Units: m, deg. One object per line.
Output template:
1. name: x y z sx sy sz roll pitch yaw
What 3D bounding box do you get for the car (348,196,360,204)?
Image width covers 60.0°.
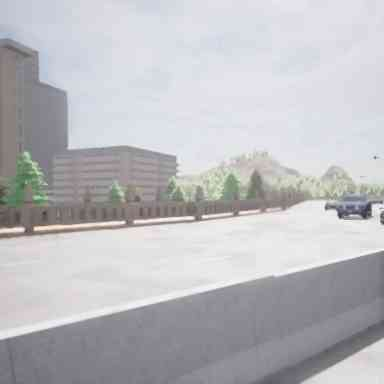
1. car: 32.258 1.507 66.412 1.837 1.490 4.892 -1 0 22

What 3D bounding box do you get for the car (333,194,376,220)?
1. car: 14.306 1.221 29.049 2.150 2.045 5.566 0 0 35

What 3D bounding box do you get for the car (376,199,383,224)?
1. car: 14.788 1.478 23.848 1.837 1.490 4.892 0 0 37

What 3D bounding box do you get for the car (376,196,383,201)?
1. car: 33.643 1.475 60.573 1.837 1.490 4.892 -1 0 22

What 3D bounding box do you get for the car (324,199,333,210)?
1. car: 17.908 1.601 41.893 1.994 1.385 4.181 -1 0 27
